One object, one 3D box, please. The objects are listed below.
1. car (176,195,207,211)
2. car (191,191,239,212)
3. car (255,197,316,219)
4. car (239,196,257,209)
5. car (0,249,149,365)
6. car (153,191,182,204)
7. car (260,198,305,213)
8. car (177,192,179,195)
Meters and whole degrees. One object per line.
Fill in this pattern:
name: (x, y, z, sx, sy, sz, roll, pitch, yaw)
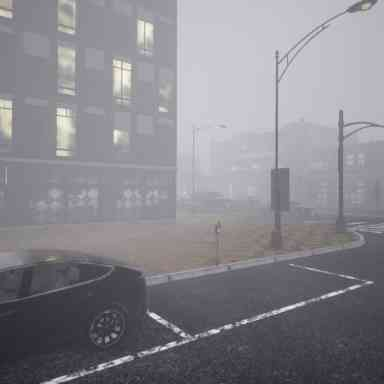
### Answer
car: (-0.775, 1.230, 33.734, 1.802, 1.307, 4.206, 1, 0, -36)
car: (1.853, 0.894, 34.525, 2.150, 2.045, 5.566, 0, 1, -36)
car: (7.610, 1.318, 26.705, 1.812, 1.442, 4.674, 0, 1, -36)
car: (5.976, 1.129, 38.704, 1.967, 1.590, 4.097, 1, 0, -36)
car: (-2.690, 1.566, 4.635, 4.313, 1.339, 1.947, 0, 0, -36)
car: (-3.886, 0.793, 52.100, 2.192, 1.841, 5.009, 1, 0, -36)
car: (9.263, 1.340, 34.237, 1.802, 1.307, 4.206, 1, 0, -36)
car: (-0.603, 1.100, 47.635, 2.008, 1.369, 4.403, 1, 0, -36)
